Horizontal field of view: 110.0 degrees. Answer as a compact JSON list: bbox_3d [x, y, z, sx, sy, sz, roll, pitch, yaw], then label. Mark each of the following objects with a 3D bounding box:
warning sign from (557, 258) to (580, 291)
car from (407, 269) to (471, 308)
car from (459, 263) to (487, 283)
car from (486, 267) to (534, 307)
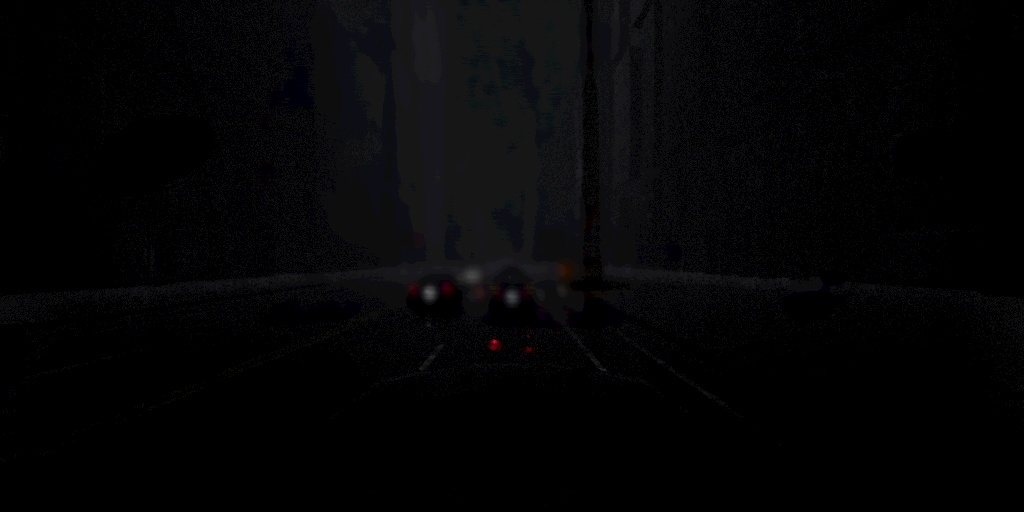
[{"bbox_3d":[3.225,1.055,20.670,1.300,1.860,1.060,0,0,0],"label":"warning sign"},{"bbox_3d":[-3.244,1.457,16.176,1.994,1.385,4.181,0,-1,0],"label":"car"},{"bbox_3d":[-3.243,1.582,31.257,1.812,1.442,4.674,0,0,0],"label":"car"},{"bbox_3d":[0.006,1.419,16.240,1.812,1.442,4.674,0,0,0],"label":"car"}]
